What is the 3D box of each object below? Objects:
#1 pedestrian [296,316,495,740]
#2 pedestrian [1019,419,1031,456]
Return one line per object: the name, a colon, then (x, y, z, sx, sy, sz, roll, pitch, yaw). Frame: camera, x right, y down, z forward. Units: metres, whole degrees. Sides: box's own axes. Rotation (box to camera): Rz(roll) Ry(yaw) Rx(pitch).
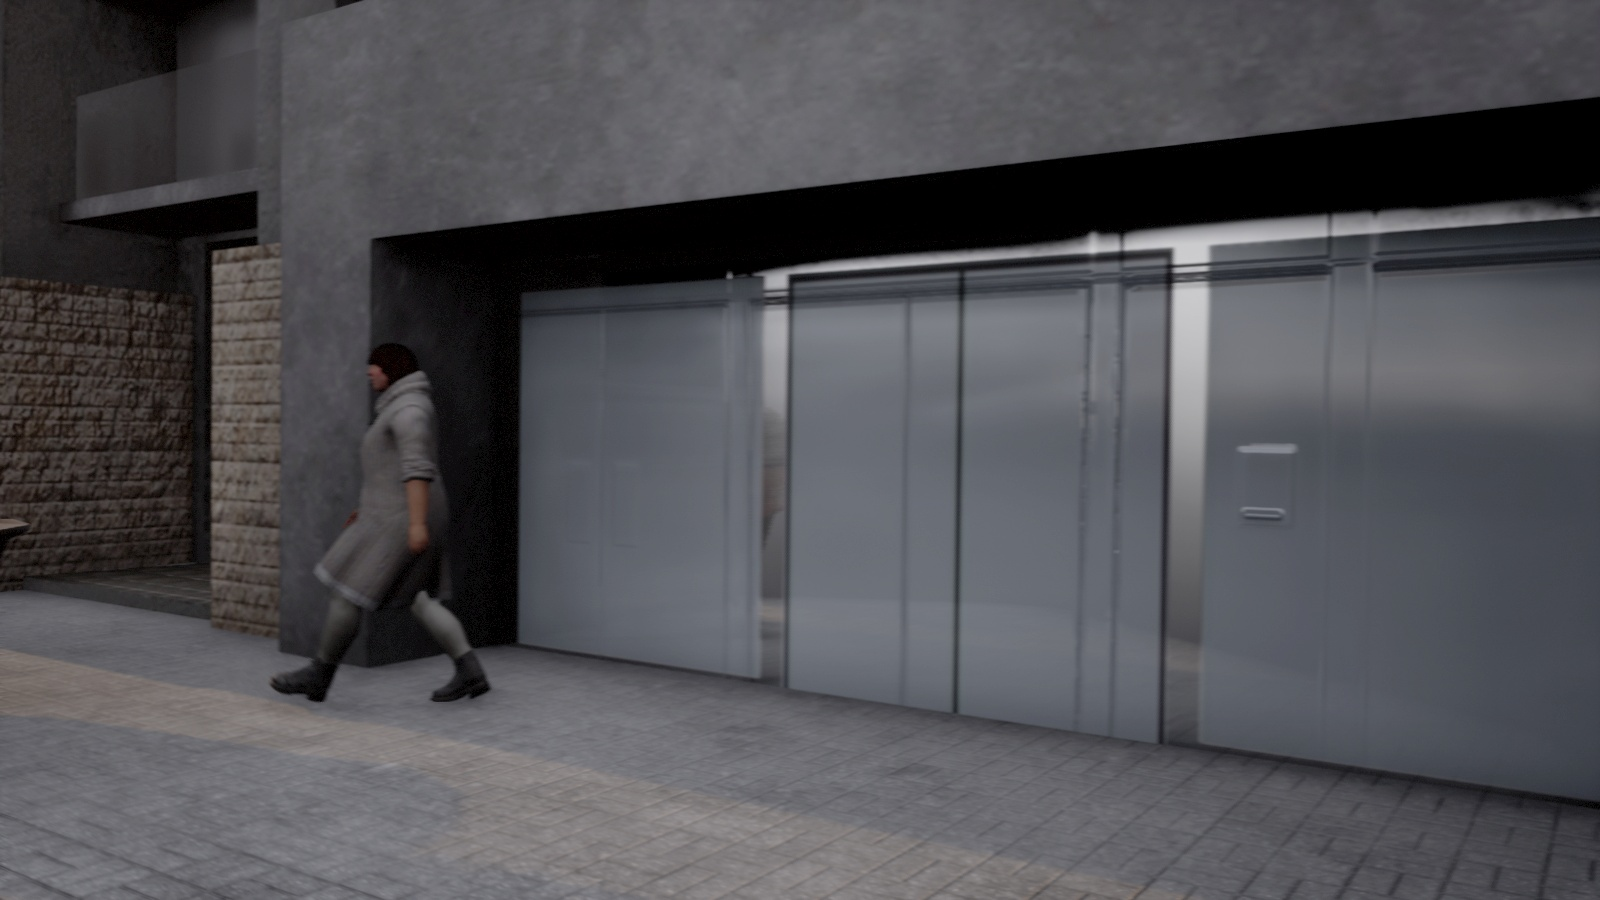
pedestrian: (-1.988, 0.354, 6.223, 0.873, 1.952, 0.659, -1, 1, -17)
pedestrian: (11.555, -0.651, 64.480, 0.376, 1.854, 0.720, 0, 1, 33)
